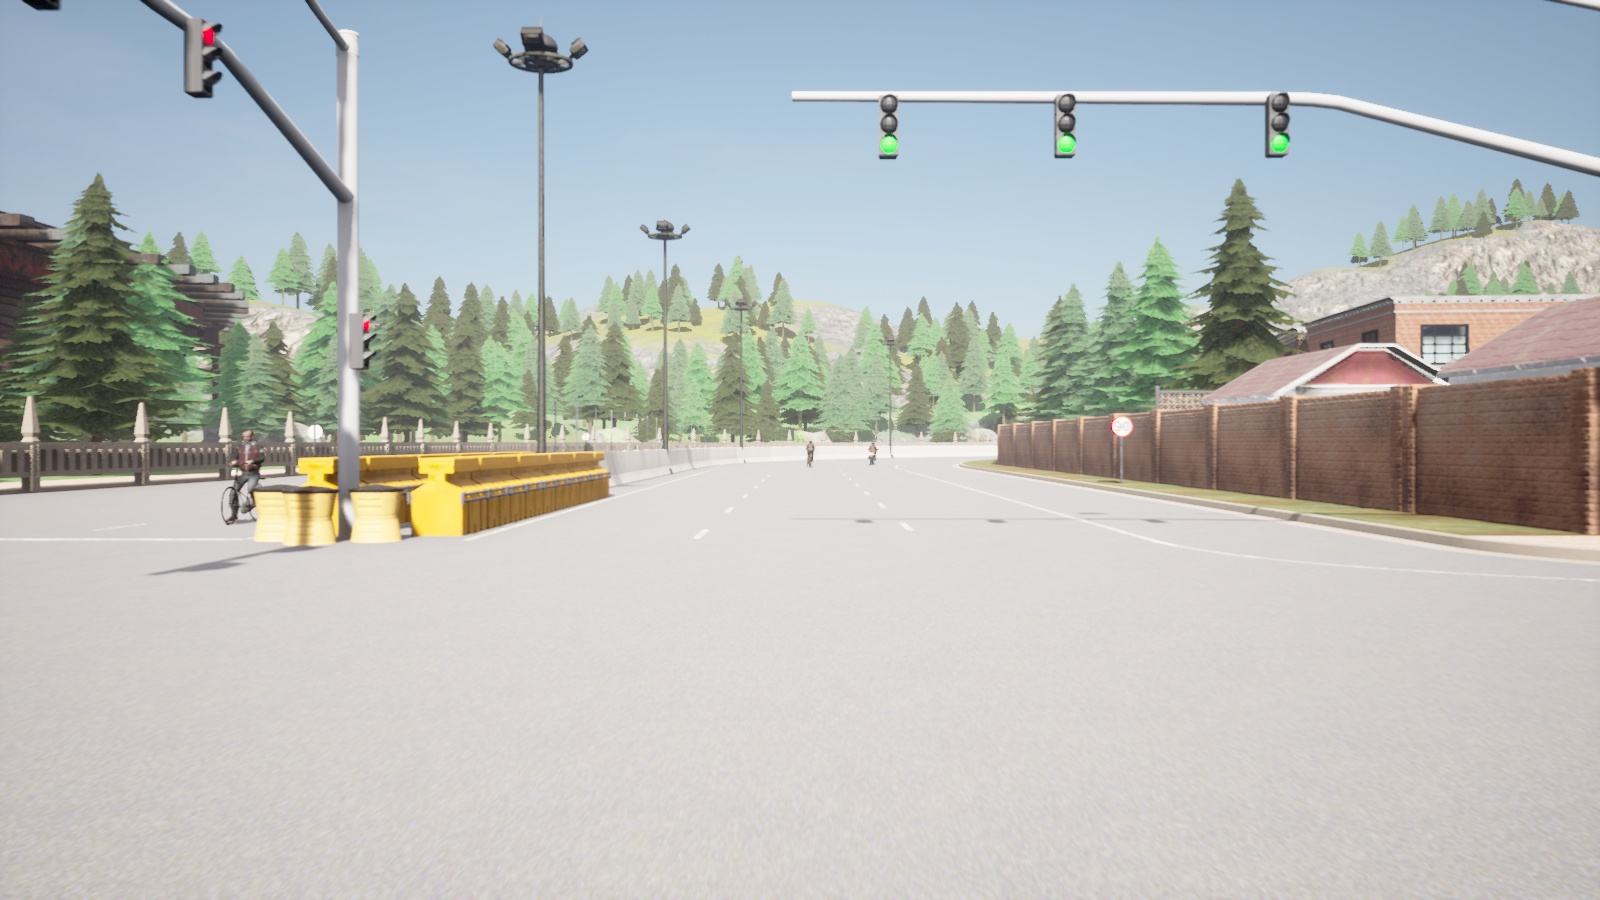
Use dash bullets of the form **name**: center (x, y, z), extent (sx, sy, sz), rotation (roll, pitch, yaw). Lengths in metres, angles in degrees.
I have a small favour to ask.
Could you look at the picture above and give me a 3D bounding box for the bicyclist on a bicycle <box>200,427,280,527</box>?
- **bicyclist on a bicycle**: center (-10.353, 0.478, 23.283), extent (0.659, 1.776, 1.843), rotation (0, 0, 0)
